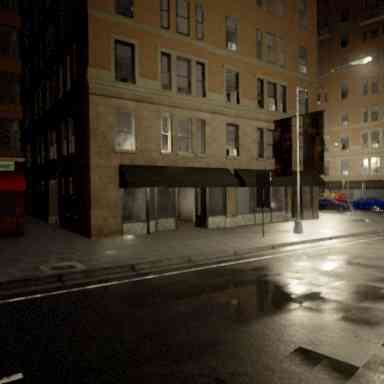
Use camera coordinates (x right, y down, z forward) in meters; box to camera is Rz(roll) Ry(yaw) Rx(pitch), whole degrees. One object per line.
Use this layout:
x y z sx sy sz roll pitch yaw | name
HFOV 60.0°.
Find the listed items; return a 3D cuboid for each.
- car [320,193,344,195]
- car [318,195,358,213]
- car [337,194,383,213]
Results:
16.686 1.061 41.022 2.192 1.841 5.009 0 1 -44 | car
14.437 1.377 35.061 1.812 1.442 4.674 -1 1 -43 | car
18.369 1.301 35.509 5.008 1.535 1.882 1 2 45 | car
